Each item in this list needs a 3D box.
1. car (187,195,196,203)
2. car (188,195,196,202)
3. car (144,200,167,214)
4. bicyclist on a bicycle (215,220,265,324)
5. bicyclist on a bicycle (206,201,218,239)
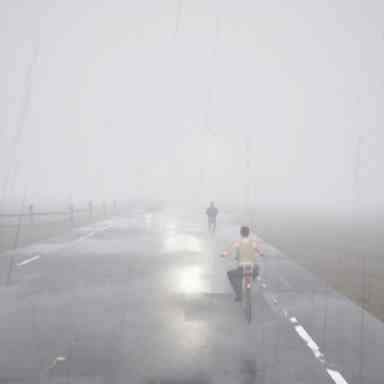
[{"bbox_3d":[-0.038,1.545,71.690,2.128,1.511,4.902,0,0,0],"label":"car"},{"bbox_3d":[-0.043,1.569,81.704,1.837,1.490,4.892,0,0,0],"label":"car"},{"bbox_3d":[-3.610,1.501,33.708,1.994,1.385,4.181,0,0,0],"label":"car"},{"bbox_3d":[0.949,1.415,6.096,0.866,1.612,1.509,0,0,0],"label":"bicyclist on a bicycle"},{"bbox_3d":[0.957,1.319,15.910,0.659,1.776,1.843,0,0,0],"label":"bicyclist on a bicycle"}]
